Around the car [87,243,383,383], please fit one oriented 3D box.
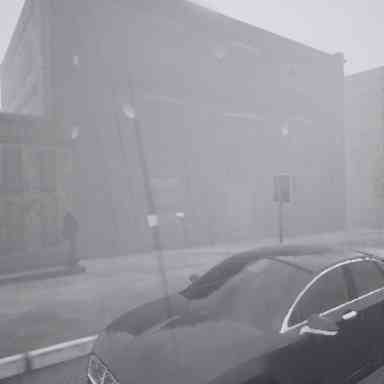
[{"bbox_3d":[1.190,1.503,4.225,4.892,1.490,1.837,0,0,-35],"label":"car"}]
